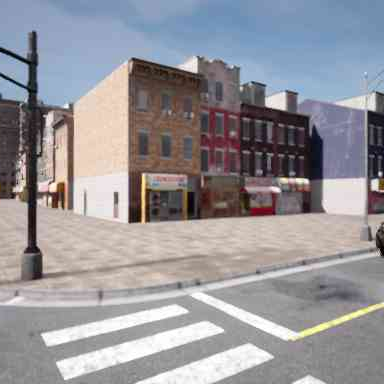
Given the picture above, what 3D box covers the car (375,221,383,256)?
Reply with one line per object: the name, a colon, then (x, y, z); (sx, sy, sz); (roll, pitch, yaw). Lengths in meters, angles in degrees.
car: (8.861, 1.248, 11.870); (5.566, 2.045, 2.150); (0, 0, -34)
